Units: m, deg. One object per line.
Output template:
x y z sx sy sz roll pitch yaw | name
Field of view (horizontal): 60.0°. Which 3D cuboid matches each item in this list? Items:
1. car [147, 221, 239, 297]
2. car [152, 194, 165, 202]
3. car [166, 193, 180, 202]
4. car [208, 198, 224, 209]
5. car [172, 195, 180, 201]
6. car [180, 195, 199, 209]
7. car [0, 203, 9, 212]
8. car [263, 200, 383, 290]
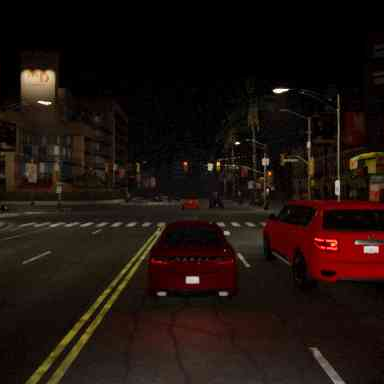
0.014 1.476 8.621 1.882 1.535 5.008 0 0 0 | car
-7.472 1.540 72.205 1.994 1.385 4.181 0 0 0 | car
-3.977 1.212 72.984 2.150 2.045 5.566 0 0 0 | car
3.302 1.517 46.272 1.812 1.442 4.674 0 0 0 | car
-4.066 1.509 86.300 1.812 1.442 4.674 0 0 0 | car
-0.190 1.344 44.812 2.097 1.767 4.553 0 0 0 | car
-22.235 1.485 35.530 4.902 1.511 2.128 0 0 -1 | car
3.511 1.220 9.197 2.150 2.045 5.566 0 0 0 | car
